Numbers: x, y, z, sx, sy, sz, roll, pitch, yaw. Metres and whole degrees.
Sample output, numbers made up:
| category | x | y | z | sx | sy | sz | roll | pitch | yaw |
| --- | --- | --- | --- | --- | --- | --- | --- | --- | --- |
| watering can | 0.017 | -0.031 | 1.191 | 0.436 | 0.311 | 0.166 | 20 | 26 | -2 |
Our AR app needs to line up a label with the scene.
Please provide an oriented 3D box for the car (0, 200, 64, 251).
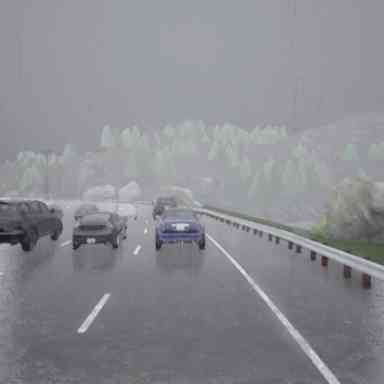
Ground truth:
| category | x | y | z | sx | sy | sz | roll | pitch | yaw |
| --- | --- | --- | --- | --- | --- | --- | --- | --- | --- |
| car | -7.597 | 1.362 | 14.828 | 2.150 | 2.045 | 5.566 | 0 | 0 | -5 |

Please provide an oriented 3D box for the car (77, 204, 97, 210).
| category | x | y | z | sx | sy | sz | roll | pitch | yaw |
| --- | --- | --- | --- | --- | --- | --- | --- | --- | --- |
| car | -9.507 | 1.843 | 30.424 | 2.033 | 1.411 | 5.357 | 0 | -1 | -9 |

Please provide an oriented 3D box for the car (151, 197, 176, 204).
| category | x | y | z | sx | sy | sz | roll | pitch | yaw |
| --- | --- | --- | --- | --- | --- | --- | --- | --- | --- |
| car | -2.601 | 1.522 | 31.569 | 2.150 | 2.045 | 5.566 | 0 | 0 | -9 |

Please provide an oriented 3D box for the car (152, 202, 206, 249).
| category | x | y | z | sx | sy | sz | roll | pitch | yaw |
| --- | --- | --- | --- | --- | --- | --- | --- | --- | --- |
| car | -0.627 | 1.500 | 15.465 | 2.097 | 1.767 | 4.553 | 0 | -1 | -5 |

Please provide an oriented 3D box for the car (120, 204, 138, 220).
| category | x | y | z | sx | sy | sz | roll | pitch | yaw |
| --- | --- | --- | --- | --- | --- | --- | --- | --- | --- |
| car | -6.117 | 1.830 | 31.384 | 1.812 | 1.442 | 4.674 | 0 | 0 | -9 |

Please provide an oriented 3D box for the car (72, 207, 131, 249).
| category | x | y | z | sx | sy | sz | roll | pitch | yaw |
| --- | --- | --- | --- | --- | --- | --- | --- | --- | --- |
| car | -4.133 | 1.658 | 15.410 | 1.837 | 1.490 | 4.892 | 0 | 0 | -5 |

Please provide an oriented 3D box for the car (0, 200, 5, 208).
| category | x | y | z | sx | sy | sz | roll | pitch | yaw |
| --- | --- | --- | --- | --- | --- | --- | --- | --- | --- |
| car | -35.899 | 2.133 | 61.127 | 2.033 | 1.411 | 5.357 | 0 | -1 | -21 |

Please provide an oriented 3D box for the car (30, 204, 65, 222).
| category | x | y | z | sx | sy | sz | roll | pitch | yaw |
| --- | --- | --- | --- | --- | --- | --- | --- | --- | --- |
| car | -13.016 | 1.859 | 30.198 | 1.994 | 1.385 | 4.181 | 0 | -1 | -9 |
